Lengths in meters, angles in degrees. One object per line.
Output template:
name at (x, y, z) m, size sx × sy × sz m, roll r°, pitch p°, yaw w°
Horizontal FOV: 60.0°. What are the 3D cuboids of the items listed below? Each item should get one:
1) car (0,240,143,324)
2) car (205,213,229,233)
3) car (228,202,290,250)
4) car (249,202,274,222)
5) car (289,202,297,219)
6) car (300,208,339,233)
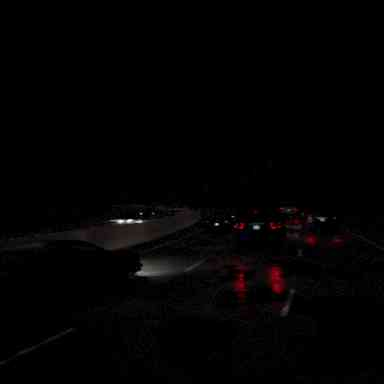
car at (-3.291, 1.889, 8.039) m, size 2.033 × 1.411 × 5.357 m, roll -2°, pitch -2°, yaw 23°
car at (2.235, 2.320, 25.649) m, size 1.994 × 1.385 × 4.181 m, roll -2°, pitch -2°, yaw 13°
car at (3.586, 1.672, 16.844) m, size 2.150 × 2.045 × 5.566 m, roll -2°, pitch -2°, yaw 17°
car at (7.682, 2.214, 37.433) m, size 2.150 × 2.045 × 5.566 m, roll -1°, pitch -2°, yaw 6°
car at (11.476, 2.249, 41.437) m, size 2.150 × 2.045 × 5.566 m, roll -1°, pitch -2°, yaw 4°
car at (8.958, 1.886, 23.663) m, size 2.097 × 1.767 × 4.553 m, roll -2°, pitch -2°, yaw 13°
